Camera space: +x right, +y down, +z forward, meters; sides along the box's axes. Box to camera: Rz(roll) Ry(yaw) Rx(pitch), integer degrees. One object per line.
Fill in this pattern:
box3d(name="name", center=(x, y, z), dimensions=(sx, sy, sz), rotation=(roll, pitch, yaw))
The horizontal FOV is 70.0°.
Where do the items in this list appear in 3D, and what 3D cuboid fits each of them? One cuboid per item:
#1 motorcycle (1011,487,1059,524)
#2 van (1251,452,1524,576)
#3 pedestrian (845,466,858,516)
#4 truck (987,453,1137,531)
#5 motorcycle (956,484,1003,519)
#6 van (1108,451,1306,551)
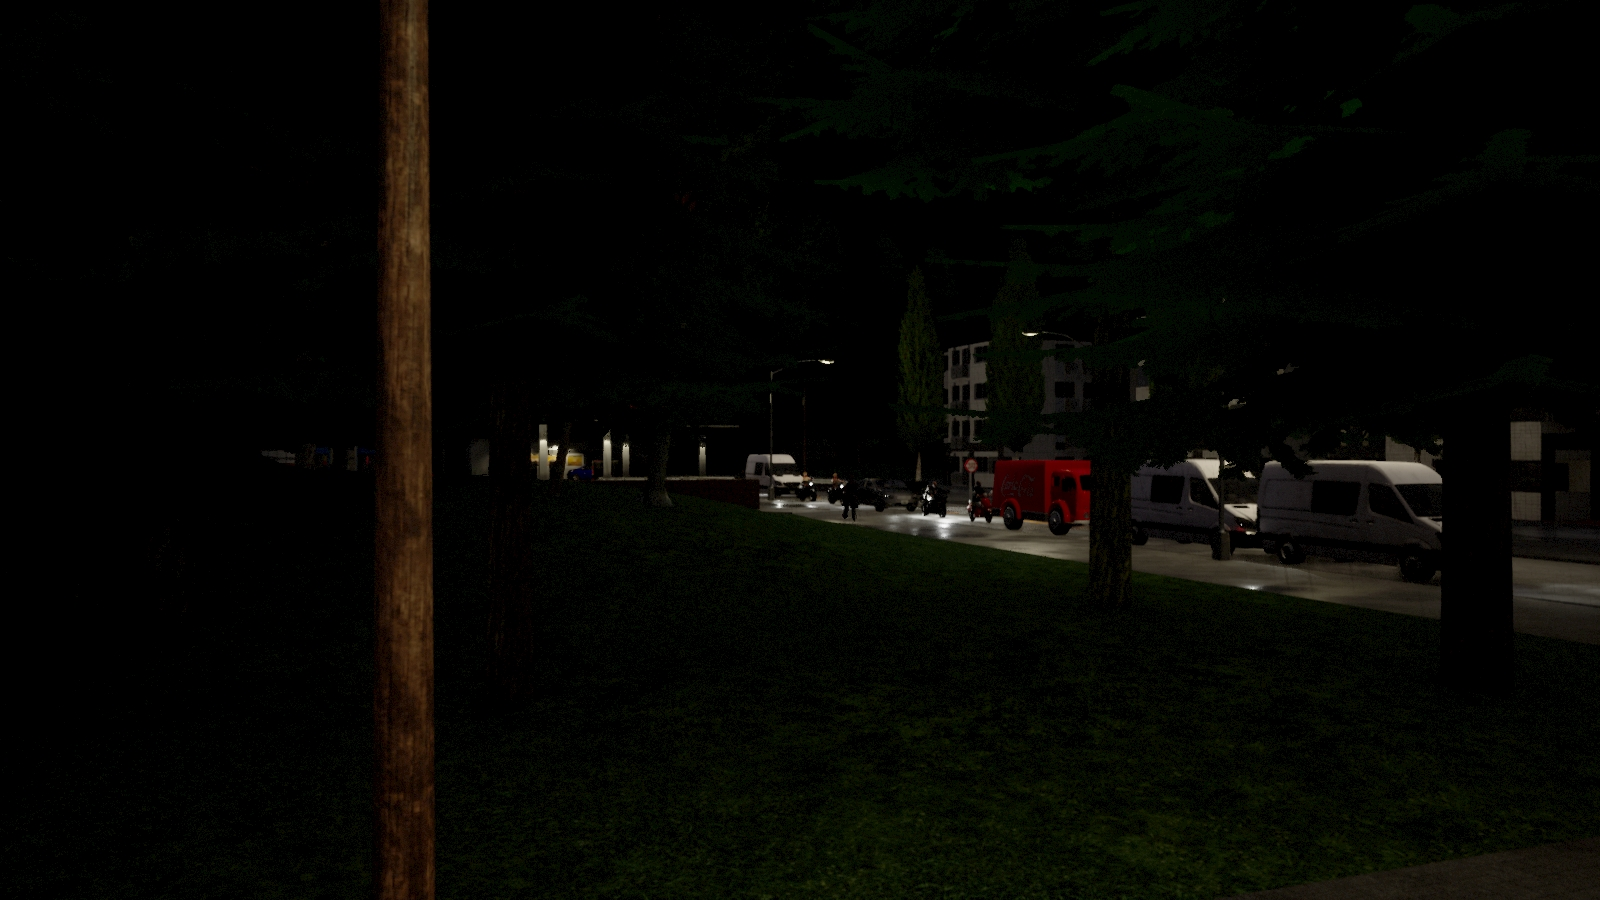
box3d(name="motorcycle", center=(8.397, 1.970, 40.853), dimensions=(0.856, 1.236, 1.805), rotation=(0, 0, -20))
box3d(name="van", center=(13.463, 1.323, 26.760), dimensions=(1.988, 2.561, 5.915), rotation=(0, 0, -20))
box3d(name="pedestrian", center=(1.947, 1.532, 43.077), dimensions=(0.375, 1.860, 0.375), rotation=(0, 0, -21))
box3d(name="truck", center=(8.905, 1.356, 39.393), dimensions=(2.627, 2.467, 5.204), rotation=(0, 0, -20))
box3d(name="motorcycle", center=(6.991, 1.993, 44.695), dimensions=(0.867, 1.251, 2.209), rotation=(0, 0, -20))
box3d(name="van", center=(11.382, 1.323, 32.522), dimensions=(1.988, 2.561, 5.915), rotation=(0, 0, -20))
